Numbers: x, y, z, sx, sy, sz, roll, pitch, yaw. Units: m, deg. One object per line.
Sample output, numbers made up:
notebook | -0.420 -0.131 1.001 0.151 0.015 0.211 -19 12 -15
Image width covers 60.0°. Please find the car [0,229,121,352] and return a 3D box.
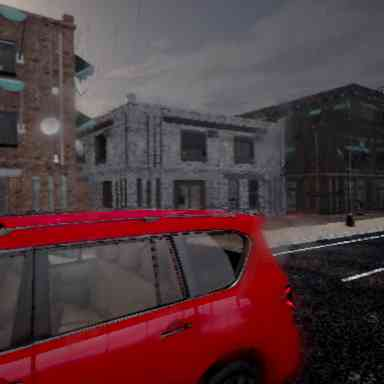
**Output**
car | -3.644 1.527 5.078 4.674 1.442 1.812 0 0 -36

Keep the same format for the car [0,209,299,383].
car | -1.531 1.220 2.594 5.566 2.045 2.150 0 0 -36
